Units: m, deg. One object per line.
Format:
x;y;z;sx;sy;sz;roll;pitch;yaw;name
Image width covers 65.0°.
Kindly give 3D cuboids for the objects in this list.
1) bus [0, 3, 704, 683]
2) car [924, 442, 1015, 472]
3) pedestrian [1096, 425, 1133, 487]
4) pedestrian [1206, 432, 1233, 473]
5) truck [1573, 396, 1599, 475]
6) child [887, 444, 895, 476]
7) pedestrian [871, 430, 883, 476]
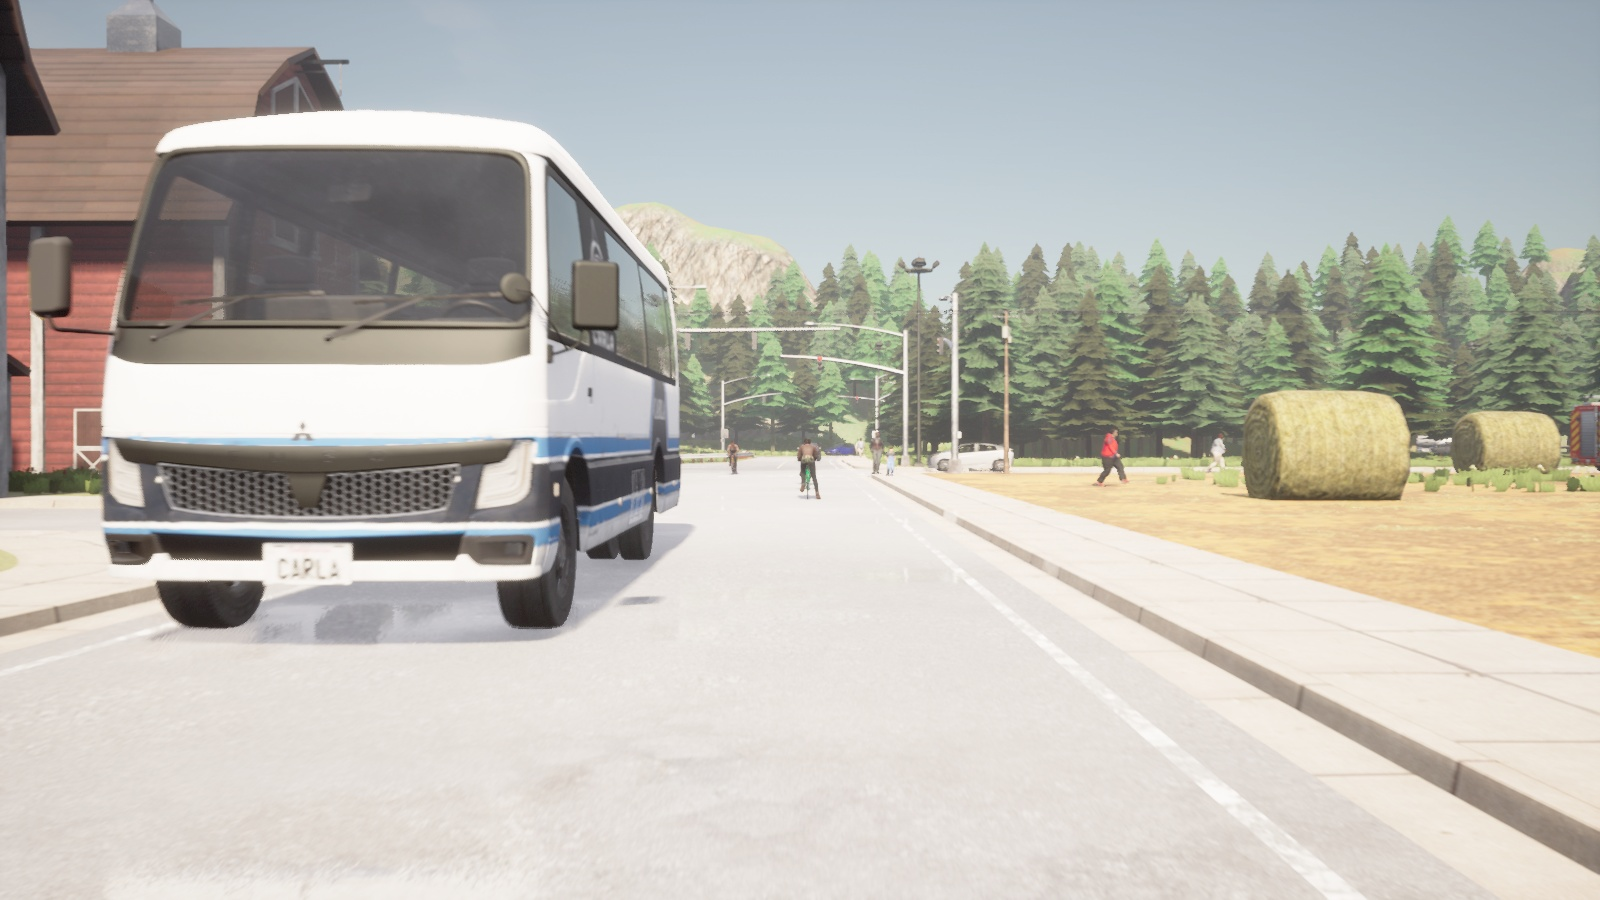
-3.406;-0.720;13.016;3.944;4.253;10.273;0;1;0;bus
8.773;0.359;65.253;4.514;1.525;2.007;0;0;1;car
9.463;0.186;37.821;0.899;1.844;0.634;0;0;35;pedestrian
18.917;0.116;56.594;0.900;1.855;0.874;0;0;-1;pedestrian
42.658;-0.700;60.940;8.468;3.827;2.891;0;0;1;truck
3.637;0.408;50.296;0.270;1.263;0.437;0;0;-6;child
3.274;0.111;53.300;0.402;1.930;0.666;0;0;-5;pedestrian
